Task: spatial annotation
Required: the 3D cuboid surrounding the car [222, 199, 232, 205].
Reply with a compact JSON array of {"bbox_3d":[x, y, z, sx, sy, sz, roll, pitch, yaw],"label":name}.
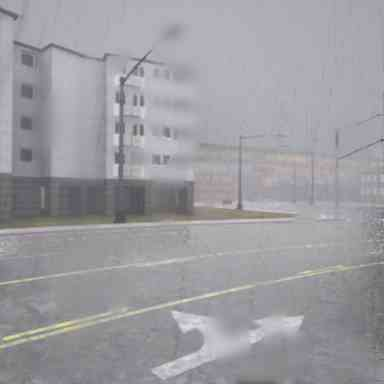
[{"bbox_3d":[7.341,2.026,69.843,1.895,1.301,4.718,0,0,2],"label":"car"}]
